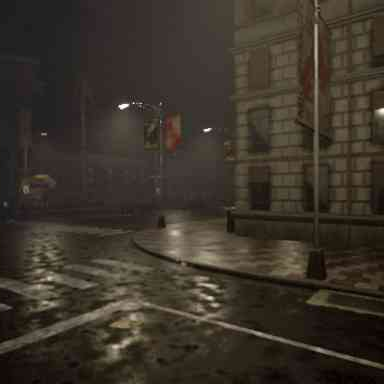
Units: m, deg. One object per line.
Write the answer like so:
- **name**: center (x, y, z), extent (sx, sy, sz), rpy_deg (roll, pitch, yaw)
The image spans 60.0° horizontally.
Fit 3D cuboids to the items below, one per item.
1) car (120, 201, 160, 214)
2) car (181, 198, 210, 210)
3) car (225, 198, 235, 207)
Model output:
- **car**: center (-5.415, 1.607, 35.492), extent (1.895, 1.301, 4.718), rpy_deg (0, 0, 36)
- **car**: center (0.489, 1.498, 43.420), extent (2.128, 1.511, 4.902), rpy_deg (0, 0, 37)
- **car**: center (7.073, 1.532, 51.203), extent (4.674, 1.442, 1.812), rpy_deg (0, 0, -45)
